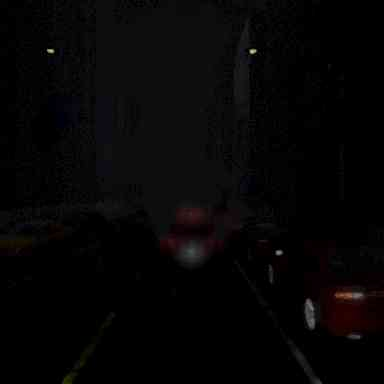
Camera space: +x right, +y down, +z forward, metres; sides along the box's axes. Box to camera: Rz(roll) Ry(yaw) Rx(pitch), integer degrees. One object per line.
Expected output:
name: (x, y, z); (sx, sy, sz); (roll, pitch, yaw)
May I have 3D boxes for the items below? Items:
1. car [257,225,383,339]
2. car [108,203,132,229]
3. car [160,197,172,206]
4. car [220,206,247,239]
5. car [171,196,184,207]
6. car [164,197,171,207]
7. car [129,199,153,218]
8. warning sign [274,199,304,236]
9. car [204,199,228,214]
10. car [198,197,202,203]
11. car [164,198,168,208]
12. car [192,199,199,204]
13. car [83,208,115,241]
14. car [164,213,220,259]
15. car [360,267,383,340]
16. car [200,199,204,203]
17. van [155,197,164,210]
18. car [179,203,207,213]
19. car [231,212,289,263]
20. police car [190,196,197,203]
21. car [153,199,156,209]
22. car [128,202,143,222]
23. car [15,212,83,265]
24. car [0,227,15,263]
car: (2.758, 1.616, 6.714); (1.887, 1.381, 4.507); (0, -1, 0)
car: (-5.774, 1.773, 23.454); (1.752, 1.417, 4.829); (0, -1, 0)
car: (-5.794, 2.130, 74.389); (2.192, 1.841, 5.009); (0, -1, 0)
car: (2.753, 1.717, 18.165); (1.752, 1.417, 4.829); (0, -1, 0)
car: (-3.044, 1.923, 64.528); (2.150, 2.045, 5.566); (0, -1, 1)
car: (-5.789, 2.001, 63.109); (2.192, 1.841, 5.009); (0, -1, 0)
car: (-5.779, 1.686, 34.907); (2.192, 1.841, 5.009); (0, -1, 0)
warning sign: (5.064, 1.299, 17.426); (1.300, 1.860, 1.060); (0, 0, 0)
car: (2.746, 1.686, 34.917); (2.192, 1.841, 5.009); (0, -1, 0)
car: (2.734, 2.191, 68.756); (1.967, 1.590, 4.097); (0, -1, 0)
car: (-5.787, 2.172, 57.466); (2.008, 1.369, 4.403); (0, -1, 0)
car: (0.867, 2.550, 92.419); (1.812, 1.442, 4.674); (0, -1, 0)
car: (-5.772, 1.755, 17.983); (1.947, 1.339, 4.313); (0, -1, 0)
car: (0.010, 1.741, 13.242); (1.895, 1.301, 4.718); (0, -1, 0)
car: (2.760, 1.540, 1.244); (1.752, 1.417, 4.829); (0, -1, 0)
car: (2.741, 2.109, 51.835); (2.008, 1.369, 4.403); (0, -1, 0)
van: (-5.785, 1.899, 51.828); (1.690, 1.788, 3.998); (0, -1, 0)
car: (0.004, 1.900, 28.241); (1.895, 1.301, 4.718); (0, -1, 0)
car: (2.756, 1.675, 12.354); (1.887, 1.381, 4.507); (0, -1, 0)
police car: (0.813, 2.335, 82.521); (1.930, 1.638, 5.238); (0, -1, -1)
car: (-5.780, 1.956, 40.375); (1.752, 1.417, 4.829); (0, -1, 0)
car: (-5.776, 1.833, 29.094); (1.752, 1.417, 4.829); (0, -1, 0)
car: (-5.769, 1.653, 12.173); (1.752, 1.417, 4.829); (0, -1, 0)
car: (-5.768, 1.637, 6.702); (1.947, 1.339, 4.313); (0, -1, 0)
